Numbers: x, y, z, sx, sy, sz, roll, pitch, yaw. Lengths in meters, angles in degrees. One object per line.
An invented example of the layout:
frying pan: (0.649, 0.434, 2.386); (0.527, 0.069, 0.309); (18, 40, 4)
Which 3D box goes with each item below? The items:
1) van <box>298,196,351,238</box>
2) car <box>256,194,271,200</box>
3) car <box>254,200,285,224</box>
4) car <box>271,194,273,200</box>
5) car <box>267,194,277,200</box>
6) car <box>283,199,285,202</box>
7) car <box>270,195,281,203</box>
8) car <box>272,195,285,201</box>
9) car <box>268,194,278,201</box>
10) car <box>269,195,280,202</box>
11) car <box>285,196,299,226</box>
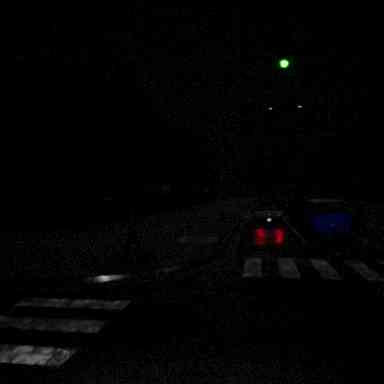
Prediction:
van: (6.537, 1.218, 16.433); (1.690, 1.788, 3.998); (-2, 0, 11)
car: (11.011, 1.365, 51.770); (1.994, 1.385, 4.181); (-1, 0, 11)
car: (5.386, 1.490, 23.542); (1.895, 1.301, 4.718); (-1, 0, 11)
car: (12.884, 1.317, 48.245); (1.887, 1.381, 4.507); (-2, 0, 11)
car: (19.225, 1.264, 80.058); (2.008, 1.369, 4.403); (-2, 0, 11)
car: (8.658, 1.420, 27.036); (1.802, 1.307, 4.206); (-2, 0, 11)
car: (16.055, 1.302, 64.151); (1.947, 1.339, 4.313); (-2, 0, 11)
car: (11.827, 1.338, 42.942); (2.008, 1.369, 4.403); (-2, 0, 11)
car: (18.168, 1.264, 74.756); (1.887, 1.381, 4.507); (-2, 0, 11)
car: (17.111, 1.278, 69.453); (2.008, 1.369, 4.403); (-2, 0, 11)
car: (7.593, 1.172, 21.734); (2.192, 1.841, 5.009); (-2, 0, 11)
